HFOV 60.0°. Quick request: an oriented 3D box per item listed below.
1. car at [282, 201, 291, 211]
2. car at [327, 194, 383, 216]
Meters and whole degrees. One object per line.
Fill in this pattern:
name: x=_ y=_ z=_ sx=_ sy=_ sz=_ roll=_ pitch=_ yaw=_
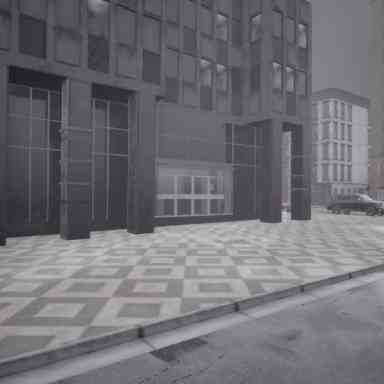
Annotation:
car: x=9.964 y=1.497 z=39.999 sx=1.812 sy=1.442 sz=4.674 roll=1 pitch=0 yaw=-36
car: x=15.793 y=1.190 z=31.880 sx=2.150 sy=2.045 sz=5.566 roll=1 pitch=-1 yaw=-36
